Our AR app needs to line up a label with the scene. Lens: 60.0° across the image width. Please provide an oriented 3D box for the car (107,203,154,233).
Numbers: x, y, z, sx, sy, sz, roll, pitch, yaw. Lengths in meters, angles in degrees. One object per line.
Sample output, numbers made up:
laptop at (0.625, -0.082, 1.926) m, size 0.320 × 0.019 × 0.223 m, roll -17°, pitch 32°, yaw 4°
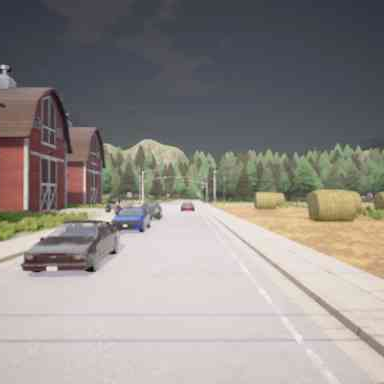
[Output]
car at (-3.862, 1.723, 21.792) m, size 1.882 × 1.535 × 5.008 m, roll 0°, pitch -1°, yaw 0°

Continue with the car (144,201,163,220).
car at (-3.980, 1.710, 31.896) m, size 2.097 × 1.767 × 4.553 m, roll 0°, pitch -1°, yaw -1°

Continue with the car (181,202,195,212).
car at (-0.609, 2.091, 47.433) m, size 1.994 × 1.385 × 4.181 m, roll 0°, pitch -1°, yaw -1°

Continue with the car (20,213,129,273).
car at (-3.757, 1.678, 11.463) m, size 2.033 × 1.411 × 5.357 m, roll 0°, pitch -1°, yaw -1°

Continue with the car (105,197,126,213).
car at (-8.227, 1.567, 37.624) m, size 1.905 × 1.878 × 3.866 m, roll 8°, pitch -4°, yaw -43°
